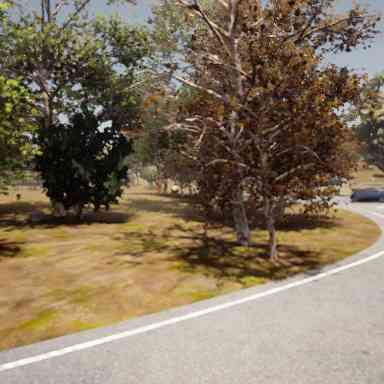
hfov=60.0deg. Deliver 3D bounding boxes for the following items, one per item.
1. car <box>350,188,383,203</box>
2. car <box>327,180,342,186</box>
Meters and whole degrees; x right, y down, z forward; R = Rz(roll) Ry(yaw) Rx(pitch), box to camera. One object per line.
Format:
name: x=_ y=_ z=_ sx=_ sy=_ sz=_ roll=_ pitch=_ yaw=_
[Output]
car: x=17.448 y=0.287 z=31.755 sx=1.994 sy=1.385 sz=4.181 roll=-6 pitch=3 yaw=-42
car: x=26.314 y=-1.728 z=63.336 sx=4.902 sy=1.511 sz=2.128 roll=-5 pitch=3 yaw=-21
